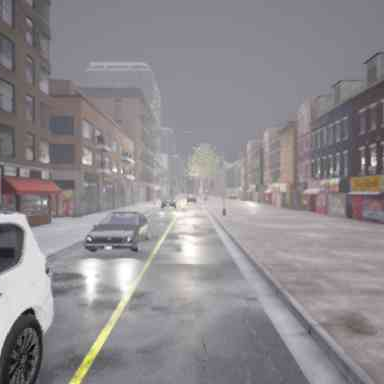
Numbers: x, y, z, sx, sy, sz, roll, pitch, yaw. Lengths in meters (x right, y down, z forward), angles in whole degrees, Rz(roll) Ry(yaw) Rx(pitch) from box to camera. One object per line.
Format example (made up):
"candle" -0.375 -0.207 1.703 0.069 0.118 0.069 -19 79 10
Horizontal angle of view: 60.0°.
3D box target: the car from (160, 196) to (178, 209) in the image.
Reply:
"car" -2.785 1.217 40.843 1.837 1.490 4.892 0 0 0

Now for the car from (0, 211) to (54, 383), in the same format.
"car" -2.849 1.221 2.046 2.150 2.045 5.566 0 0 0

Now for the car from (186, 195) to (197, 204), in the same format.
"car" -0.055 1.342 61.769 1.882 1.535 5.008 0 0 0

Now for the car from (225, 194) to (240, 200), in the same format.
"car" 10.844 1.313 90.239 4.097 1.590 1.967 0 0 0

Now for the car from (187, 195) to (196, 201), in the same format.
"car" -0.064 1.320 72.085 1.895 1.301 4.718 0 0 0

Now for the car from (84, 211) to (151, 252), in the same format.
"car" -2.850 1.518 14.020 2.033 1.411 5.357 0 0 0
